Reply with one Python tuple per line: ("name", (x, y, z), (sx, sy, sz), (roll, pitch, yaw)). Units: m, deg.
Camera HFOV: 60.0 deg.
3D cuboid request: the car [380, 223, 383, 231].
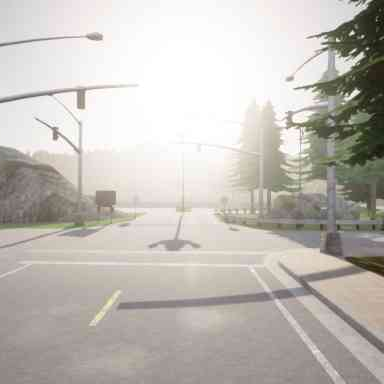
("car", (15.040, 2.056, 21.130), (5.357, 1.411, 2.033), (0, -1, -2))
